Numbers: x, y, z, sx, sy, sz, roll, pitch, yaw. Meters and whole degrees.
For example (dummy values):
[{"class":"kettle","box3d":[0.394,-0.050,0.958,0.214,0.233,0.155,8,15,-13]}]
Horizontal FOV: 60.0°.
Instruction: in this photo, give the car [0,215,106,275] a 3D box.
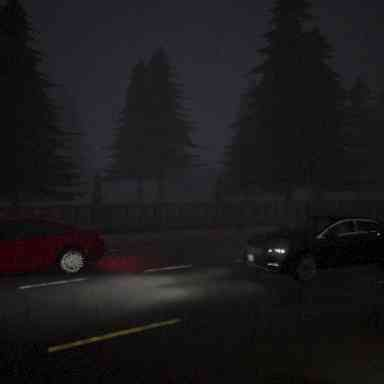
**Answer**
[{"class":"car","box3d":[-4.852,1.404,8.788,5.008,1.535,1.882,0,0,-31]}]

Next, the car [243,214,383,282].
[{"class":"car","box3d":[3.797,1.401,9.348,4.902,1.511,2.128,0,0,-21]}]
